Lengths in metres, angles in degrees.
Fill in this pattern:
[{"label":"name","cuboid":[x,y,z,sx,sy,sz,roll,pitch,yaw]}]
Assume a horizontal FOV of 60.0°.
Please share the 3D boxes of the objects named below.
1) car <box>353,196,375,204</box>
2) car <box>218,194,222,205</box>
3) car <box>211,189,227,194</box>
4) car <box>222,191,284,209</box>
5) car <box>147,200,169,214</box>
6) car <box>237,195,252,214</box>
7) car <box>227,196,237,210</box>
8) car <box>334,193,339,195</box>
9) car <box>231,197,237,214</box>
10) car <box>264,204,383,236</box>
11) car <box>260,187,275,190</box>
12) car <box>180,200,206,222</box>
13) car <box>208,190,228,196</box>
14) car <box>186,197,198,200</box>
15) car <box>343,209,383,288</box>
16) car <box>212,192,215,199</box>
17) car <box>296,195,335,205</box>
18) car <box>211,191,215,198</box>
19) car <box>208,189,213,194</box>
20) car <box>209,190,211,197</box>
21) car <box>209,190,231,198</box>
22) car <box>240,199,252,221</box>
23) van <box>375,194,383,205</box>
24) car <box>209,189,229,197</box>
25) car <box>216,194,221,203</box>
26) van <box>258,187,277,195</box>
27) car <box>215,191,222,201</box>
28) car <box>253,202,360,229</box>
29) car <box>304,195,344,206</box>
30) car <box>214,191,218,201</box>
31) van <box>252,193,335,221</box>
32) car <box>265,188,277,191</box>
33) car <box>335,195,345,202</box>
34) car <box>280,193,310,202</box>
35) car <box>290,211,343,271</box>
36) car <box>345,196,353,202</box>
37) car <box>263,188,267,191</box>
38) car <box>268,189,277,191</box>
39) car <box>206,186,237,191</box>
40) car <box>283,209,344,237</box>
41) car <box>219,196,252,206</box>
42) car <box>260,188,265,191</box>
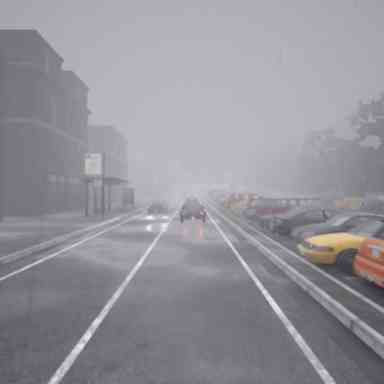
[{"label":"car","cuboid":[19.347,1.183,32.368,5.566,2.045,2.435,0,0,0]},{"label":"car","cuboid":[6.330,1.383,43.516,5.008,1.535,2.097,0,0,0]},{"label":"car","cuboid":[6.373,0.875,63.018,4.553,1.767,2.185,0,2,0]},{"label":"car","cuboid":[6.334,1.176,35.160,5.566,2.045,2.435,0,0,0]},{"label":"car","cuboid":[-3.409,1.508,33.888,1.895,1.301,4.718,0,0,0]},{"label":"car","cuboid":[6.245,1.327,26.936,4.553,1.767,2.185,0,0,0]},{"label":"car","cuboid":[6.290,1.435,32.377,5.008,1.535,2.097,0,0,0]},{"label":"car","cuboid":[19.437,1.277,40.847,4.553,1.767,2.185,0,0,0]},{"label":"car","cuboid":[6.471,1.441,29.594,5.366,1.575,1.946,0,0,0]},{"label":"car","cuboid":[6.231,1.485,15.678,5.008,1.535,2.097,0,0,0]},{"label":"car","cuboid":[19.557,0.195,82.662,4.674,1.452,2.002,0,3,0]},{"label":"car","cuboid":[0.064,1.537,25.569,1.895,1.301,4.718,0,0,0]},{"label":"car","cuboid":[6.503,0.195,82.515,4.792,1.488,2.163,0,3,0]},{"label":"car","cuboid":[0.008,1.353,41.457,2.128,1.511,4.902,0,1,0]},{"label":"car","cuboid":[6.175,1.379,7.327,4.553,1.767,2.185,0,0,0]},{"label":"car","cuboid":[6.414,1.182,57.449,4.792,1.488,2.163,0,1,0]},{"label":"car","cuboid":[19.260,1.263,52.008,5.366,1.575,1.946,0,1,0]},{"label":"car","cuboid":[6.366,1.110,60.236,4.792,1.488,2.163,0,2,0]},{"label":"car","cuboid":[6.428,0.704,71.377,4.892,1.521,2.231,0,2,0]},{"label":"car","cuboid":[6.395,0.843,68.602,4.792,1.488,2.163,0,2,0]},{"label":"car","cuboid":[6.449,0.452,76.955,5.008,1.535,2.097,0,3,0]},{"label":"car","cuboid":[6.272,1.463,24.028,4.892,1.521,2.231,0,0,0]},{"label":"van","cuboid":[19.249,1.217,29.584,4.442,1.987,1.878,0,0,0]},{"label":"car","cuboid":[6.495,0.187,79.724,4.553,1.767,2.185,0,3,0]},{"label":"car","cuboid":[6.339,1.354,46.306,5.008,1.535,2.097,0,1,0]},{"label":"van","cuboid":[19.437,-0.210,85.318,4.442,1.987,1.878,-1,3,0]},{"label":"car","cuboid":[6.396,1.145,51.879,4.553,1.767,2.185,0,1,0]},{"label":"car","cuboid":[6.252,1.477,18.461,5.008,1.535,2.097,0,0,0]},{"label":"car","cuboid":[19.441,1.312,49.218,5.008,1.535,2.097,0,1,0]},{"label":"car","cuboid":[6.406,1.091,54.659,4.553,1.767,2.185,0,1,0]},{"label":"van","cuboid":[6.373,1.244,21.243,4.442,1.987,1.878,0,0,0]},{"label":"car","cuboid":[19.710,0.575,74.180,5.366,1.575,1.946,0,3,0]},{"label":"car","cuboid":[19.391,1.416,38.062,5.008,1.535,2.097,0,0,0]},{"label":"car","cuboid":[19.480,0.994,63.156,5.008,1.535,2.097,0,2,0]},{"label":"car","cuboid":[6.031,1.495,10.111,5.366,1.575,1.946,0,0,0]},{"label":"car","cuboid":[19.571,1.423,35.153,5.366,1.575,1.946,0,0,0]},{"label":"car","cuboid":[19.563,0.477,76.971,4.792,1.488,2.163,0,3,0]},{"label":"car","cuboid":[19.700,0.697,71.387,5.366,1.575,1.946,0,3,0]},{"label":"car","cuboid":[6.473,0.331,74.153,5.566,2.045,2.435,0,3,0]},{"label":"car","cuboid":[6.229,1.533,12.894,4.674,1.452,2.002,0,0,0]},{"label":"car","cuboid":[6.358,1.356,49.095,4.674,1.452,2.002,0,1,0]},{"label":"car","cuboid":[19.547,0.342,79.881,4.674,1.452,2.002,0,3,0]}]
